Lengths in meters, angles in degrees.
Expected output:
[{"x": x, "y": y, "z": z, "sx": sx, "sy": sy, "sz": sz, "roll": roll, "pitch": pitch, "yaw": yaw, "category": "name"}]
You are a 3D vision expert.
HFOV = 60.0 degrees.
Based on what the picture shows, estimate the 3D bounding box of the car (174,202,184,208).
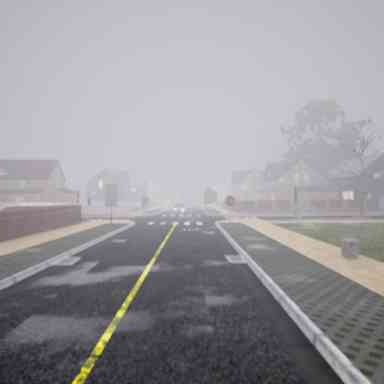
[{"x": -2.723, "y": 2.737, "z": 69.602, "sx": 1.895, "sy": 1.301, "sz": 4.718, "roll": 0, "pitch": -1, "yaw": 0, "category": "car"}]
